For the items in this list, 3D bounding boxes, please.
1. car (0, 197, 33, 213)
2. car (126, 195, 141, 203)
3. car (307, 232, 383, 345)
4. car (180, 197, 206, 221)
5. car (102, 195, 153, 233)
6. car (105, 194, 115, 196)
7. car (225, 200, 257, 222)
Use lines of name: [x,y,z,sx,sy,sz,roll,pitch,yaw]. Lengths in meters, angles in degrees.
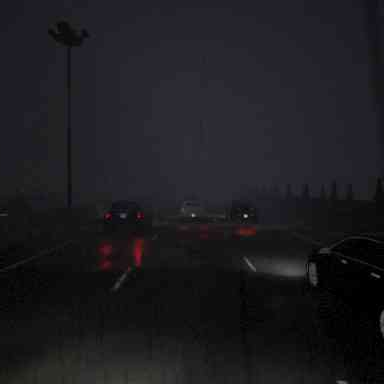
car: [-17.603,1.272,32.907,1.837,1.490,4.892,0,1,0]
car: [-10.526,1.175,60.211,1.895,1.301,4.718,0,0,0]
car: [3.595,1.462,5.894,1.837,1.490,4.892,0,0,0]
car: [0.090,1.349,24.836,1.812,1.442,4.674,0,0,0]
car: [-3.408,1.219,18.608,2.097,1.767,4.553,0,0,0]
car: [-14.033,1.103,57.179,1.837,1.490,4.892,0,0,0]
car: [3.590,1.329,24.639,1.837,1.490,4.892,0,0,0]
